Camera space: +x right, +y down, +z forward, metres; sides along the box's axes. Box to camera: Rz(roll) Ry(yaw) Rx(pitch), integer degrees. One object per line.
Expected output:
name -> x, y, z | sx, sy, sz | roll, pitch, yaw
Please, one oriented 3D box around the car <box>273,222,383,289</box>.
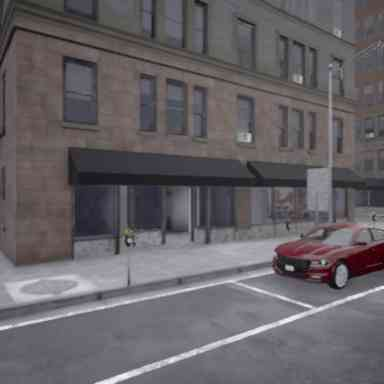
car -> 4.131, 1.544, 9.132 | 4.507, 1.381, 1.887 | 0, 0, -35
